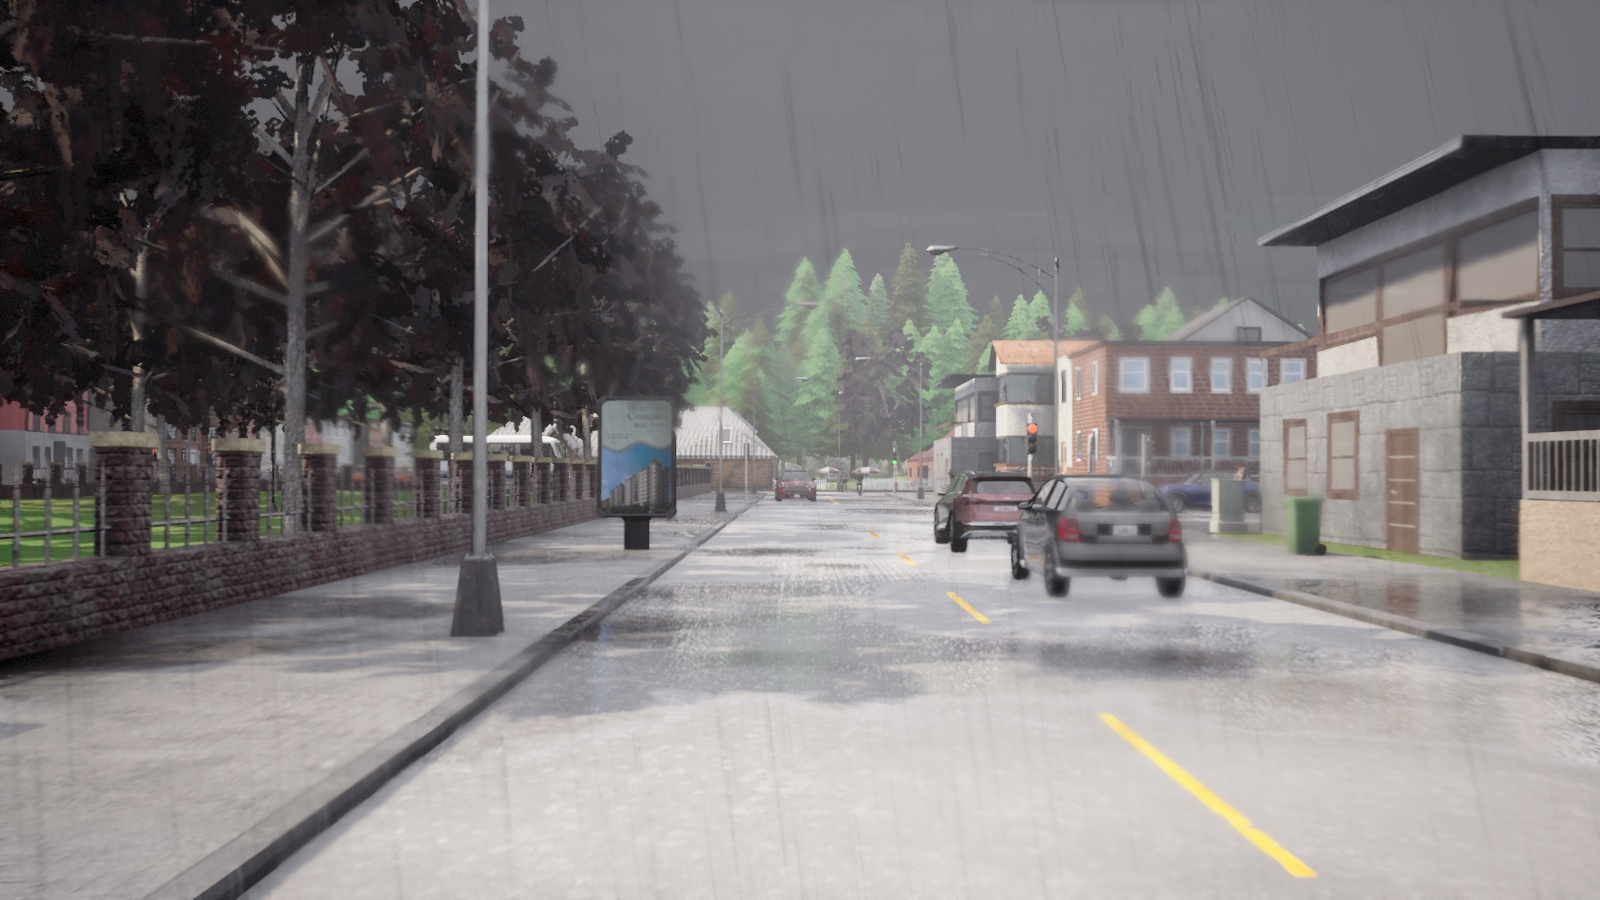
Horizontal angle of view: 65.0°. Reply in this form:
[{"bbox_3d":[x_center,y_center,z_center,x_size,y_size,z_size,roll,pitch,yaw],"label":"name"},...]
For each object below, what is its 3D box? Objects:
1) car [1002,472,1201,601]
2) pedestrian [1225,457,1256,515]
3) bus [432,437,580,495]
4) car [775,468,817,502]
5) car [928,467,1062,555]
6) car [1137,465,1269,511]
[{"bbox_3d":[3.958,1.081,17.106,1.789,1.549,3.705,0,-1,0],"label":"car"},{"bbox_3d":[15.062,1.223,42.946,0.873,1.952,0.659,-1,-1,30],"label":"pedestrian"},{"bbox_3d":[-22.070,1.200,94.833,10.273,4.253,3.944,0,-1,-1],"label":"bus"},{"bbox_3d":[-0.245,1.871,67.793,2.097,1.767,4.553,0,-1,-3],"label":"car"},{"bbox_3d":[3.933,1.192,26.163,2.033,1.649,4.856,0,-1,0],"label":"car"},{"bbox_3d":[15.915,1.488,49.740,4.553,1.767,2.097,0,-1,0],"label":"car"}]
